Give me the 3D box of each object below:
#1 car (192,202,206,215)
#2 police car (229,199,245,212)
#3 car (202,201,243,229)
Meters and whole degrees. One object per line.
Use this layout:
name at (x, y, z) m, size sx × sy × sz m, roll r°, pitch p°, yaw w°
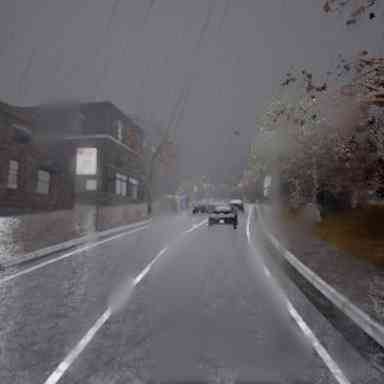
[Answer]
car at (1.240, 1.863, 38.118) m, size 1.895 × 1.301 × 4.718 m, roll -1°, pitch -1°, yaw 10°
police car at (5.493, 1.654, 41.345) m, size 1.930 × 1.638 × 5.238 m, roll -1°, pitch 0°, yaw 10°
car at (2.224, 1.613, 22.893) m, size 2.128 × 1.511 × 4.902 m, roll -1°, pitch 0°, yaw 9°
